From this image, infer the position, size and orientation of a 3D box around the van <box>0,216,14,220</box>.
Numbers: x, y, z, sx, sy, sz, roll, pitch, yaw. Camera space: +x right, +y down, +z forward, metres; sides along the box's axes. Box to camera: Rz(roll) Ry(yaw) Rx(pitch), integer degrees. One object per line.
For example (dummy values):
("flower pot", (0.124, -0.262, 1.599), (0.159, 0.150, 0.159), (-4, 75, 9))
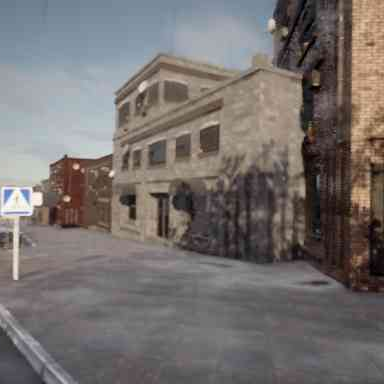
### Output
("van", (-18.217, 3.397, 32.257), (1.878, 1.987, 4.442), (1, -4, -29))

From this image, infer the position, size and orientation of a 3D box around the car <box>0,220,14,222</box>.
("car", (-15.451, 3.301, 27.369), (2.163, 1.488, 4.792), (1, -4, -29))

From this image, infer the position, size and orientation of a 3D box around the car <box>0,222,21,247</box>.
("car", (-12.732, 2.967, 22.604), (2.002, 1.452, 4.674), (3, -5, -29))

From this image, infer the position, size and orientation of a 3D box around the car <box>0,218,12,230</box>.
("car", (-29.080, 4.881, 51.421), (2.185, 1.767, 4.553), (1, -4, -29))

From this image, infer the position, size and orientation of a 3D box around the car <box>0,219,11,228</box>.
("car", (-34.529, 5.701, 61.031), (2.097, 1.535, 5.008), (1, -4, -29))

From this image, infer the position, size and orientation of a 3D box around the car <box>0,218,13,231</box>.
("car", (-26.361, 4.535, 46.623), (2.185, 1.767, 4.553), (1, -4, -29))

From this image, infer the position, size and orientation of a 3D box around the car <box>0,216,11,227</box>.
("car", (-37.206, 5.790, 65.764), (2.435, 2.045, 5.566), (1, -4, -29))

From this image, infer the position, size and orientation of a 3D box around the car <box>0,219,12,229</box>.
("car", (-31.809, 5.355, 56.232), (2.231, 1.521, 4.892), (1, -4, -29))
